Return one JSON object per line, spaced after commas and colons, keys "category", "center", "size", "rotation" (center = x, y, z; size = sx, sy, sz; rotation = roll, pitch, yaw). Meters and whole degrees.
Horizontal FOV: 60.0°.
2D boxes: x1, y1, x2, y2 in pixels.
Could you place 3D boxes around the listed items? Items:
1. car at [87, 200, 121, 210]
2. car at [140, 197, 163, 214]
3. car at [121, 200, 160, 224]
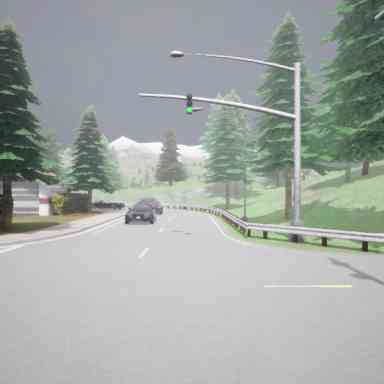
{"category": "car", "center": [-10.955, 1.608, 42.291], "size": [4.718, 1.301, 1.895], "rotation": [0, 0, 15]}
{"category": "car", "center": [-4.460, 1.352, 34.486], "size": [2.097, 1.767, 4.553], "rotation": [0, 0, -19]}
{"category": "car", "center": [-3.726, 1.564, 24.688], "size": [1.994, 1.385, 4.181], "rotation": [0, 0, -2]}
